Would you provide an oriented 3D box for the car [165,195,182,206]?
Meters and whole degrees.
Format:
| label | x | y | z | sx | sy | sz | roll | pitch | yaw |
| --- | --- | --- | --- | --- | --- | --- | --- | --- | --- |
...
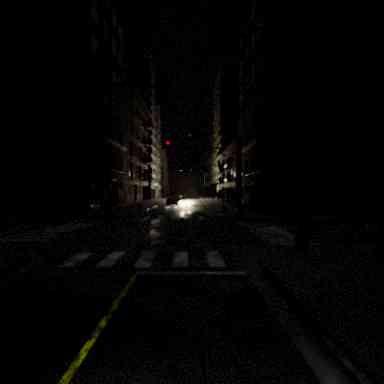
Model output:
| label | x | y | z | sx | sy | sz | roll | pitch | yaw |
| --- | --- | --- | --- | --- | --- | --- | --- | --- | --- |
| car | -3.026 | 1.402 | 50.863 | 2.033 | 1.411 | 5.357 | 0 | 0 | 0 |
